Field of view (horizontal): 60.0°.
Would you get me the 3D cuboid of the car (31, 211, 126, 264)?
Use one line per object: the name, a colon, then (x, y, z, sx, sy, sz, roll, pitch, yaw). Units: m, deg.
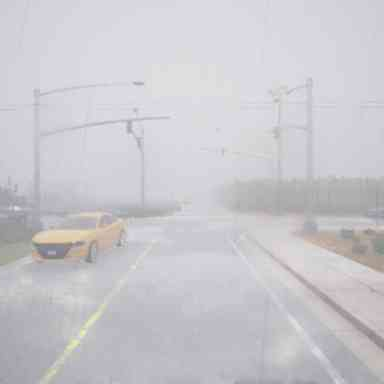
car: (-3.870, 1.499, 12.153, 1.882, 1.535, 5.008, -1, 0, 5)

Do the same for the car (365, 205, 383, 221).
car: (16.556, 1.604, 27.363, 4.181, 1.385, 1.994, 0, 0, -2)

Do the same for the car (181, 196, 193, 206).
car: (-0.924, 1.429, 57.268, 1.882, 1.535, 5.008, 0, 0, -3)
